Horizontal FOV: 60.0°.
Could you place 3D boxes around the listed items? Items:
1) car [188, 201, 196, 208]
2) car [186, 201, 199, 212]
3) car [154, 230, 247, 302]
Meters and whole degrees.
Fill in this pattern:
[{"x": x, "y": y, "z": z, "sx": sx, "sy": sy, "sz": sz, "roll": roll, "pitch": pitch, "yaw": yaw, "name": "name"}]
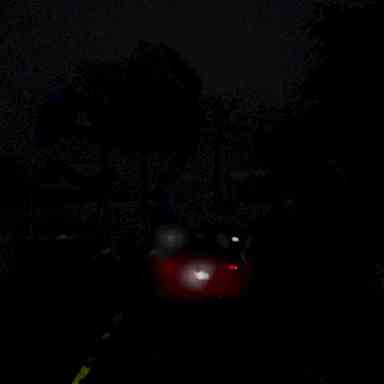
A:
[{"x": -0.013, "y": 2.702, "z": 73.061, "sx": 1.837, "sy": 1.490, "sz": 4.892, "roll": 0, "pitch": -1, "yaw": 0, "name": "car"}, {"x": 0.090, "y": 2.297, "z": 51.388, "sx": 1.994, "sy": 1.385, "sz": 4.181, "roll": 0, "pitch": -1, "yaw": 0, "name": "car"}, {"x": 0.276, "y": 1.650, "z": 8.563, "sx": 1.994, "sy": 1.385, "sz": 4.181, "roll": 0, "pitch": -1, "yaw": 3, "name": "car"}]
